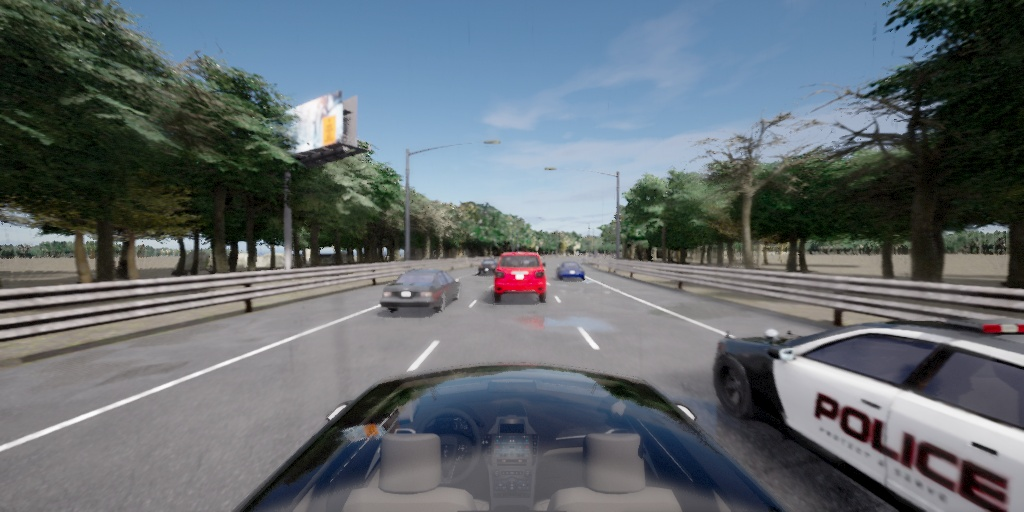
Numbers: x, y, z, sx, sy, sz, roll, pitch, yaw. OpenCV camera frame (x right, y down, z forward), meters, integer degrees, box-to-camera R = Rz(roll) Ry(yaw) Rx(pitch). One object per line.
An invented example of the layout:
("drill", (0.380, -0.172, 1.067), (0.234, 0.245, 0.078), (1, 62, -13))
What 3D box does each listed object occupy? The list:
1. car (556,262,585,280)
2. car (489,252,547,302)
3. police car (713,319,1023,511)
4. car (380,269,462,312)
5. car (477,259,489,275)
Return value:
("car", (4.515, 1.116, 28.031), (1.994, 1.385, 4.181), (0, 0, 4))
("car", (0.394, 0.860, 16.341), (2.150, 2.045, 5.566), (0, 0, 2))
("police car", (3.630, 1.246, 2.904), (2.038, 1.542, 4.974), (0, 0, 0))
("car", (-3.207, 1.206, 13.605), (2.033, 1.411, 5.357), (0, 0, 2))
("car", (-2.054, 1.032, 34.169), (1.812, 1.442, 4.674), (0, 0, 5))
